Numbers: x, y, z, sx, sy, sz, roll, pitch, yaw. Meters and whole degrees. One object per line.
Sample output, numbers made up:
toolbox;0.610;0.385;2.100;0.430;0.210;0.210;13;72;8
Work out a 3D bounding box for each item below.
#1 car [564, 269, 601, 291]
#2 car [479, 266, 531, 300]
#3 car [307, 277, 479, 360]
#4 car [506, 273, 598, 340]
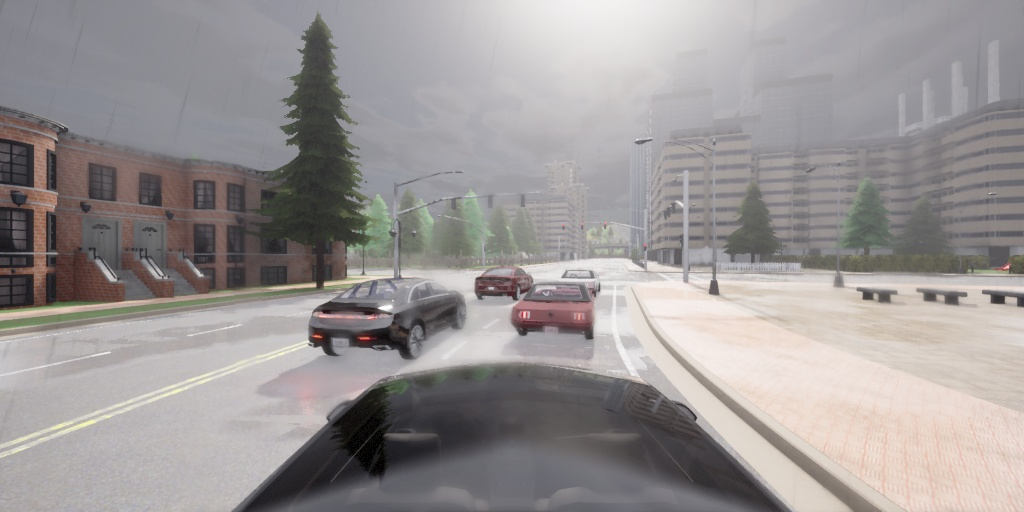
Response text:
car;3.634;1.351;18.986;1.895;1.301;4.718;0;0;17
car;-0.237;1.228;17.645;1.882;1.535;5.008;0;0;15
car;-2.491;1.242;8.428;2.128;1.511;4.902;0;0;9
car;1.381;1.351;10.098;1.895;1.301;4.718;0;0;13
